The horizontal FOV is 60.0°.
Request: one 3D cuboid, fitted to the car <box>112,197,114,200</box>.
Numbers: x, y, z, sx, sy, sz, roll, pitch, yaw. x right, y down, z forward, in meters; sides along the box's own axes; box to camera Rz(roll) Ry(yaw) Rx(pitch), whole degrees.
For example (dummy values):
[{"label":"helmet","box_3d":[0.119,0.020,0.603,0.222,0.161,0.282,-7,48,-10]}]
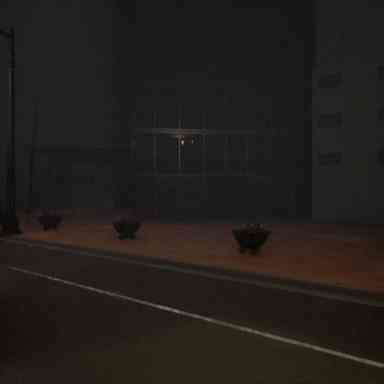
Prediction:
[{"label":"car","box_3d":[-17.193,1.447,80.753,1.895,1.301,4.718,0,0,34]}]
